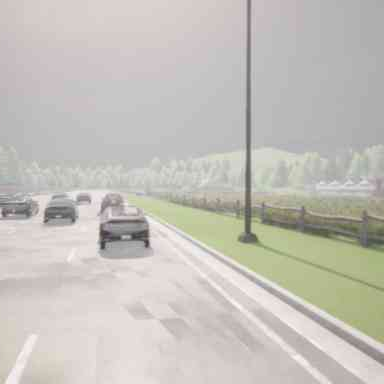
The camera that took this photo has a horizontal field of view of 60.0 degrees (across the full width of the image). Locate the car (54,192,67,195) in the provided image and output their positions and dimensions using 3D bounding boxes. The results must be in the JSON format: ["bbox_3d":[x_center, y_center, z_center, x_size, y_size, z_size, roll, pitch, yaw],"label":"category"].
[{"bbox_3d":[-19.312,0.798,48.944,1.882,1.535,5.008,0,1,-15],"label":"car"}]

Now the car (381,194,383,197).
[{"bbox_3d":[39.565,0.426,65.028,1.932,1.855,4.605,0,1,-15],"label":"car"}]

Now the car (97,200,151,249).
[{"bbox_3d":[-2.828,1.305,13.712,2.128,1.511,4.902,0,1,-14],"label":"car"}]

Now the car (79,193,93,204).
[{"bbox_3d":[-15.195,0.857,47.059,1.837,1.490,4.892,0,1,-15],"label":"car"}]

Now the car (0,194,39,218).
[{"bbox_3d":[-13.234,1.125,25.932,2.128,1.511,4.902,0,1,-15],"label":"car"}]

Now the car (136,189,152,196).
[{"bbox_3d":[-11.945,0.099,83.014,3.866,1.878,1.905,0,1,-15],"label":"car"}]

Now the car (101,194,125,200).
[{"bbox_3d":[-7.392,0.927,31.078,2.097,1.767,4.553,0,1,-14],"label":"car"}]

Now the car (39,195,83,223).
[{"bbox_3d":[-8.689,1.193,22.417,1.837,1.490,4.892,0,1,-15],"label":"car"}]
